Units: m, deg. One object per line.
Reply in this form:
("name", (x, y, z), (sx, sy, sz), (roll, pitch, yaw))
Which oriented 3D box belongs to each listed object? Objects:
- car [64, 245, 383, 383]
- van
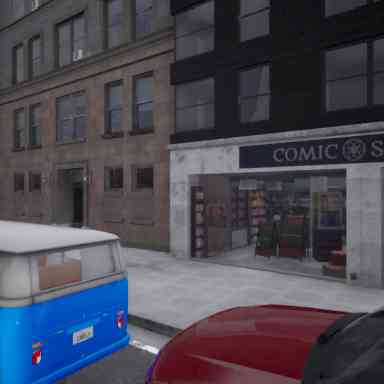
("car", (1.917, 1.315, 1.442), (5.009, 1.841, 2.192), (0, 0, 36))
("van", (-2.704, 1.341, 4.743), (3.998, 1.788, 1.690), (0, 0, 36))
